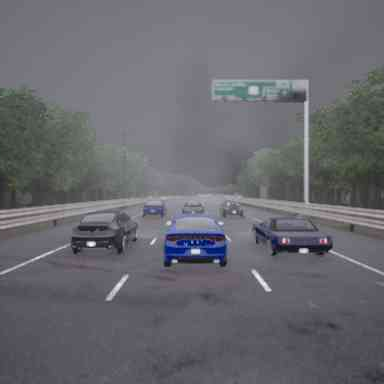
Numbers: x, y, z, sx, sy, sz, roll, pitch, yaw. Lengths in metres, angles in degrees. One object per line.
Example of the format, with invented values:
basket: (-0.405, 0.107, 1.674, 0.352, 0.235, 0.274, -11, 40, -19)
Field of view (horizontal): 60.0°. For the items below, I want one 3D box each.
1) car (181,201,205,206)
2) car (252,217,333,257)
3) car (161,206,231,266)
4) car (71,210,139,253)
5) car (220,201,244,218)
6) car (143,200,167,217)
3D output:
car: (0.099, 1.505, 29.652, 2.128, 1.511, 4.902, 0, 0, 0)
car: (3.601, 1.599, 12.925, 1.895, 1.301, 4.718, 0, 0, 0)
car: (0.101, 1.476, 11.578, 1.882, 1.535, 5.008, 0, 0, 0)
car: (-3.399, 1.503, 13.645, 1.837, 1.490, 4.892, 0, 0, 0)
car: (3.601, 1.542, 30.695, 1.812, 1.442, 4.674, 0, 0, 0)
car: (-3.399, 1.495, 31.256, 1.882, 1.535, 5.008, 0, 0, 0)
